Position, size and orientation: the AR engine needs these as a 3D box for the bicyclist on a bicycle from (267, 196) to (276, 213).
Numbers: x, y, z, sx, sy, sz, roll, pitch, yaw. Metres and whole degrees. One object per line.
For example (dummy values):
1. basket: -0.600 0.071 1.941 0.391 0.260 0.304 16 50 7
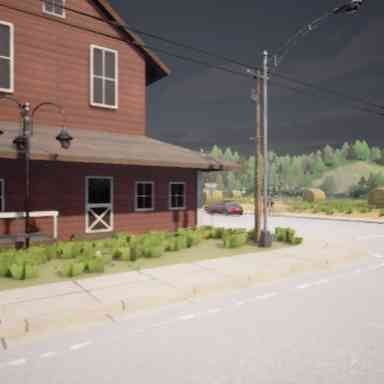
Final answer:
1. bicyclist on a bicycle: 7.555 1.247 31.948 1.656 1.620 0.582 0 0 -36

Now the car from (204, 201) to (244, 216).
1. car: 2.959 1.515 31.804 1.994 1.385 4.181 0 0 -36
